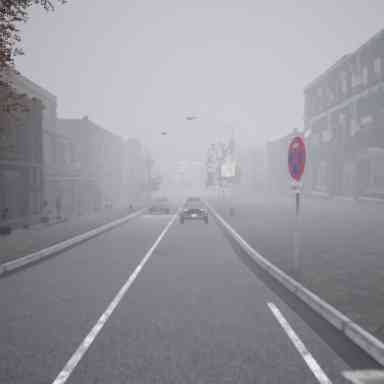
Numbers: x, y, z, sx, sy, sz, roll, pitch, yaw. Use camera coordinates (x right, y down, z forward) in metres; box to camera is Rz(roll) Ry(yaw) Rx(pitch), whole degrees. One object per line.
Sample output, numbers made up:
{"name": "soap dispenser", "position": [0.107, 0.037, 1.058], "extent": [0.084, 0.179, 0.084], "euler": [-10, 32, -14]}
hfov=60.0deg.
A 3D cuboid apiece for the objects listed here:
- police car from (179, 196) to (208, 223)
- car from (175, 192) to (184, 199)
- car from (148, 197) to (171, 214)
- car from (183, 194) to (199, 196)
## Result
{"name": "police car", "position": [0.155, 1.357, 24.500], "extent": [2.038, 1.542, 4.974], "euler": [0, 1, 0]}
{"name": "car", "position": [-2.618, 0.780, 73.754], "extent": [1.837, 1.490, 4.892], "euler": [0, 1, 0]}
{"name": "car", "position": [-3.022, 1.281, 31.826], "extent": [1.837, 1.490, 4.892], "euler": [0, 1, 0]}
{"name": "car", "position": [0.259, 1.164, 42.643], "extent": [2.163, 1.488, 4.792], "euler": [0, 1, 0]}
